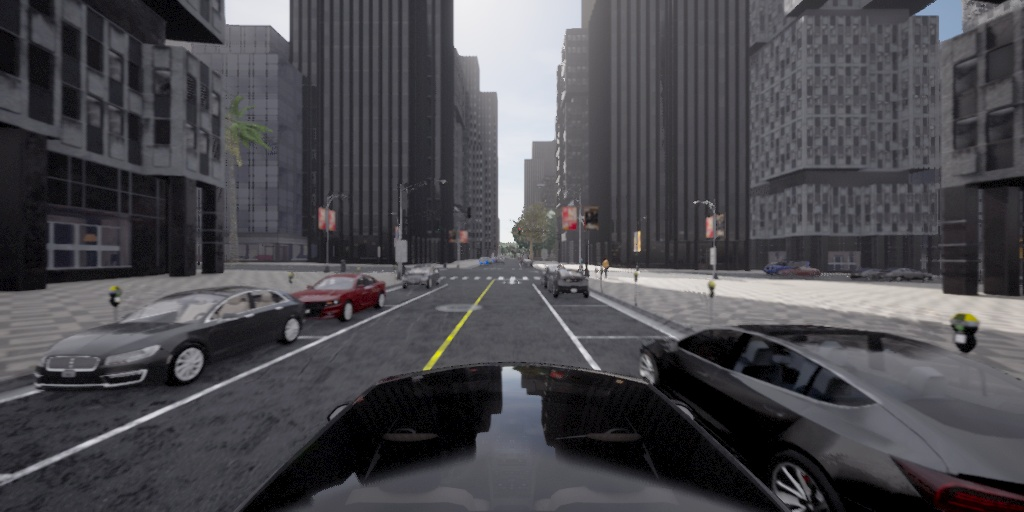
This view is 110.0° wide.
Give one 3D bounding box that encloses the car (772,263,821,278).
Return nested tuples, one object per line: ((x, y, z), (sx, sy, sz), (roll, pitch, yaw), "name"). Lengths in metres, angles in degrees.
((36.166, 1.980, 45.213), (4.674, 1.442, 1.812), (1, 0, 0), "car")

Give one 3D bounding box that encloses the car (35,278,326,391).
((-5.765, 1.299, 6.845), (2.007, 1.370, 4.403), (0, 0, 0), "car")

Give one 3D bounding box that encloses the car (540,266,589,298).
((2.757, 1.297, 18.185), (2.007, 1.370, 4.403), (0, 0, 0), "car")

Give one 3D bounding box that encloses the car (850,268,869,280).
((42.239, 2.129, 41.848), (4.181, 1.385, 1.994), (1, 0, 0), "car")

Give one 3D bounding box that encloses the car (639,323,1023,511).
((2.762, 1.315, 3.614), (1.948, 1.339, 4.313), (0, 0, 0), "car")

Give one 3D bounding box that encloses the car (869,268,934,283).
((42.289, 2.052, 38.599), (4.902, 1.511, 2.128), (1, 0, 1), "car")

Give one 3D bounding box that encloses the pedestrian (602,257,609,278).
((8.125, 0.994, 31.053), (0.375, 1.860, 0.375), (0, 0, 0), "pedestrian")

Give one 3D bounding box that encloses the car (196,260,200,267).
((-39.291, 0.643, 42.040), (4.181, 1.385, 1.994), (1, 0, 0), "car")

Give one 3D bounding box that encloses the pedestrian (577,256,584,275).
((6.029, 0.888, 31.652), (0.375, 1.860, 0.375), (0, 0, 0), "pedestrian")

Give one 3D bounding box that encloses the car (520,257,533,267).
((2.930, 1.302, 65.360), (2.007, 1.370, 4.403), (0, 0, 1), "car")

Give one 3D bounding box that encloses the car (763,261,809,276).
((37.237, 1.700, 48.437), (5.566, 2.045, 2.150), (1, 0, 1), "car")

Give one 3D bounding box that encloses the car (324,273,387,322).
((-5.766, 1.292, 12.289), (1.888, 1.381, 4.507), (0, 0, 0), "car")

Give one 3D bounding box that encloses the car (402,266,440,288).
((-5.770, 1.296, 23.178), (2.007, 1.370, 4.403), (0, 0, 0), "car")

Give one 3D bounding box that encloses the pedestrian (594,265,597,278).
((7.125, 1.303, 30.452), (0.500, 1.100, 0.500), (0, 0, 0), "pedestrian")
